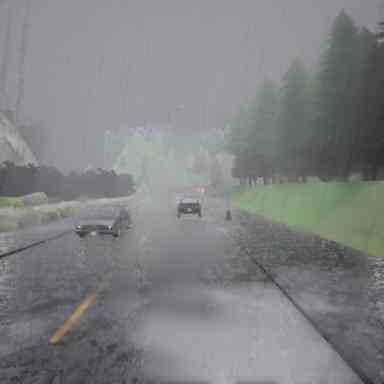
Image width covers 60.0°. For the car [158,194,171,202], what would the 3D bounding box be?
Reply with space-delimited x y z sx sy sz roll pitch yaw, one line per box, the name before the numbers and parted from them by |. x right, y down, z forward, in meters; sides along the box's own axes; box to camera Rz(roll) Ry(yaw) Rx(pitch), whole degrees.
car | -4.703 1.014 57.592 2.033 1.411 5.357 0 1 0

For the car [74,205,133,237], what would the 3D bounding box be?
car | -4.280 1.384 17.042 2.033 1.411 5.357 0 1 -1

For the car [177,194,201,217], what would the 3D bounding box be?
car | -0.224 1.217 28.449 1.882 1.535 5.008 0 0 -1
